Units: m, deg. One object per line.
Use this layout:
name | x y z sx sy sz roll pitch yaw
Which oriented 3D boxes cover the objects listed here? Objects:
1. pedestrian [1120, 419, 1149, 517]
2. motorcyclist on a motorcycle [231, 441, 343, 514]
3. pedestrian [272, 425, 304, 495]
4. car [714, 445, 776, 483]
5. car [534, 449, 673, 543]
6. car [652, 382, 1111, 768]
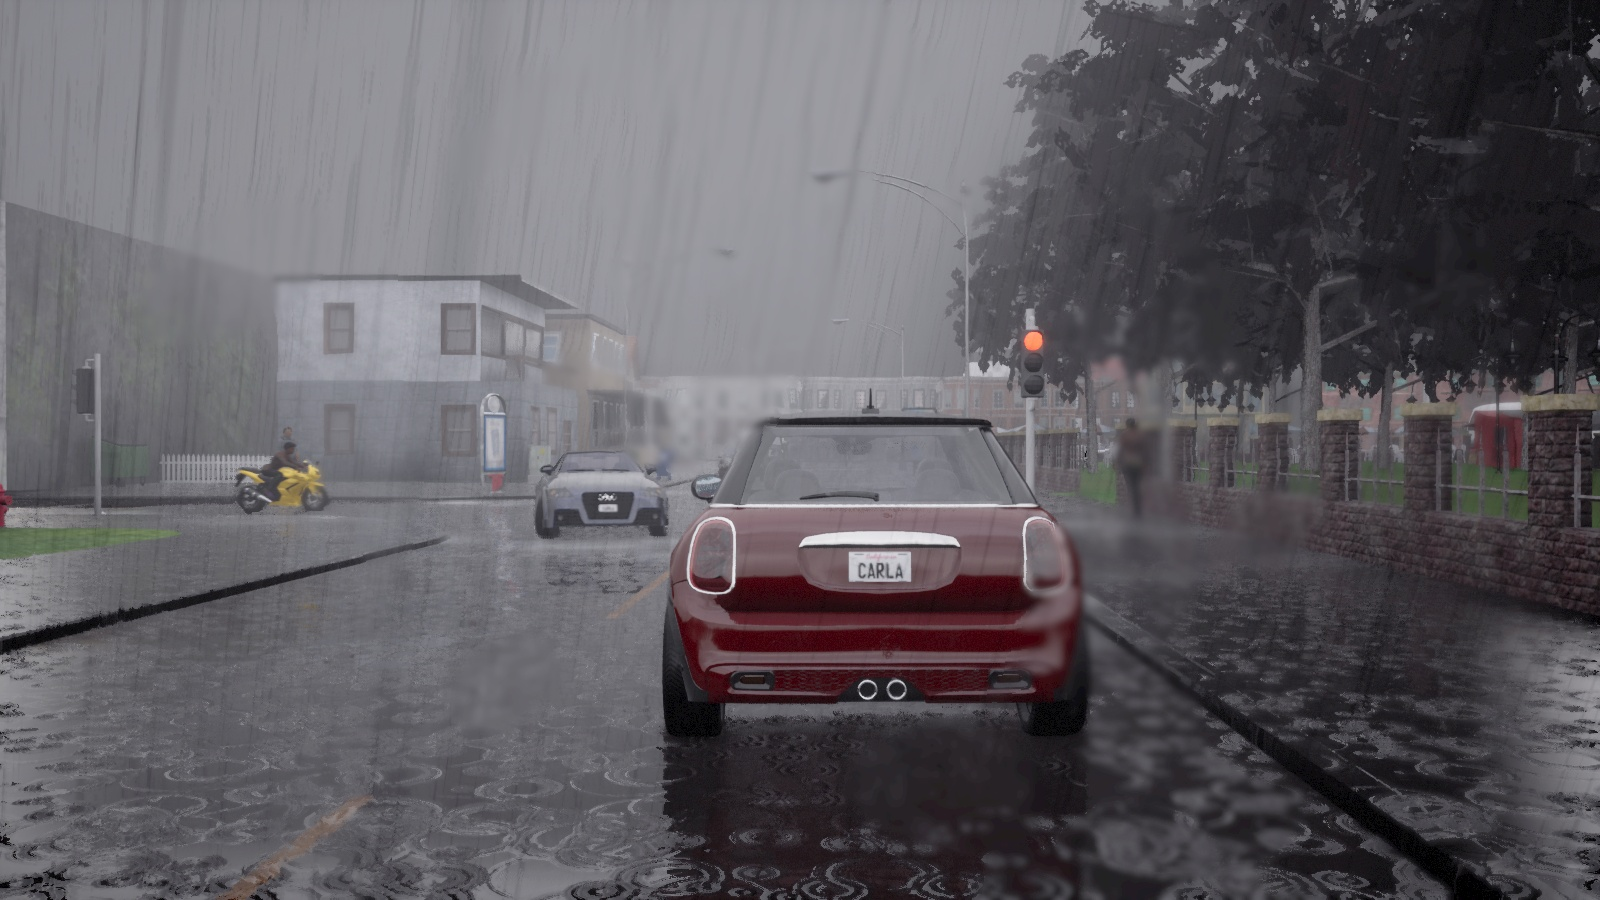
pedestrian | 6.233 0.329 23.430 0.328 1.805 0.869 0 0 2
motorcyclist on a motorcycle | -10.830 0.570 26.552 2.044 1.523 0.797 0 0 2
pedestrian | -13.722 0.255 33.651 0.694 1.848 0.540 0 0 43
car | -2.120 0.509 50.148 2.033 1.411 5.357 0 0 2
car | -3.381 0.689 20.985 1.994 1.385 4.181 0 0 -13
car | 0.361 0.560 8.016 2.097 1.767 4.553 0 0 0
